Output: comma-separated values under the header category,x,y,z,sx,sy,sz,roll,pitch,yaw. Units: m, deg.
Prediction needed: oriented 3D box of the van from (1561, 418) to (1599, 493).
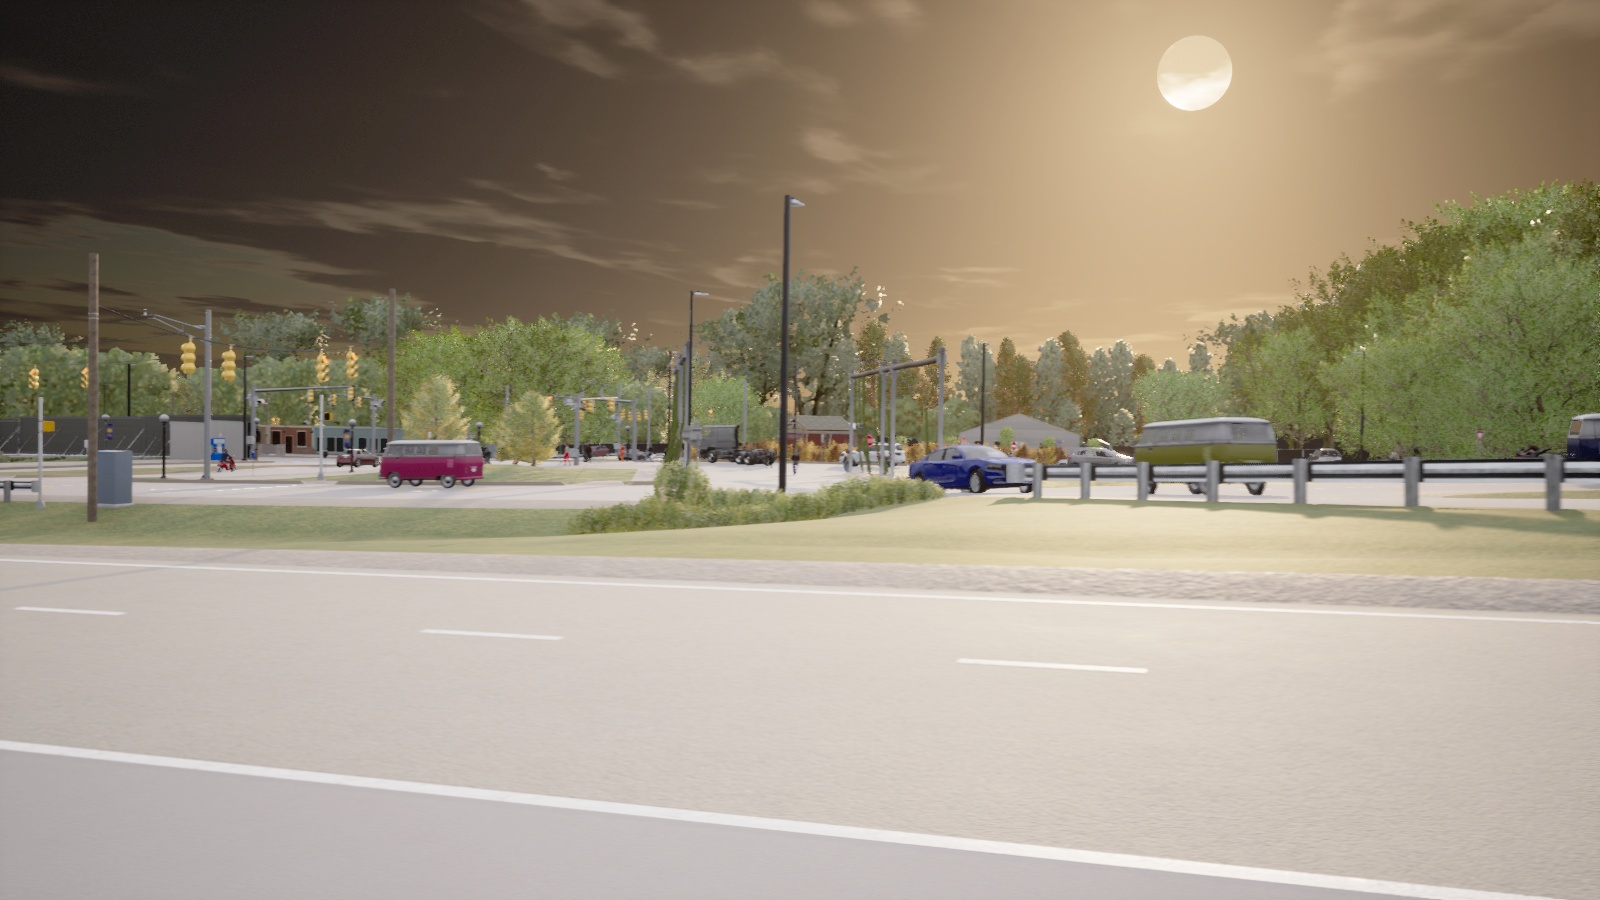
category,x,y,z,sx,sy,sz,roll,pitch,yaw
van,23.438,0.066,34.088,4.442,1.987,1.775,-2,0,19

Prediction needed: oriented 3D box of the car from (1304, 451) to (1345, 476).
category,x,y,z,sx,sy,sz,roll,pitch,yaw
car,36.647,0.910,87.876,1.851,1.617,3.988,1,1,11

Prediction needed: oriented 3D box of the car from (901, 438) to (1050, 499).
category,x,y,z,sx,sy,sz,roll,pitch,yaw
car,5.017,0.593,36.710,1.882,1.535,5.008,1,-4,-25

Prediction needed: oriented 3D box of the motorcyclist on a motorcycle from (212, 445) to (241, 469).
category,x,y,z,sx,sy,sz,roll,pitch,yaw
motorcyclist on a motorcycle,-39.513,0.470,86.515,0.866,1.590,1.817,1,1,14

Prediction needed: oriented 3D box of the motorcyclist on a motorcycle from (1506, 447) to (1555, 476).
category,x,y,z,sx,sy,sz,roll,pitch,yaw
motorcyclist on a motorcycle,41.979,0.686,72.184,0.866,1.530,2.191,1,-3,-30

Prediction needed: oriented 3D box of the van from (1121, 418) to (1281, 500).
category,x,y,z,sx,sy,sz,roll,pitch,yaw
van,10.451,0.272,33.082,1.775,1.987,4.442,1,-2,-18

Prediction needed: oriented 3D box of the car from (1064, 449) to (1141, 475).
category,x,y,z,sx,sy,sz,roll,pitch,yaw
car,20.542,0.770,85.259,4.611,1.667,2.242,1,1,30

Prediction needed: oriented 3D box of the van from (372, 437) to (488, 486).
category,x,y,z,sx,sy,sz,roll,pitch,yaw
van,-15.485,0.455,52.558,4.442,1.987,1.775,0,1,18
